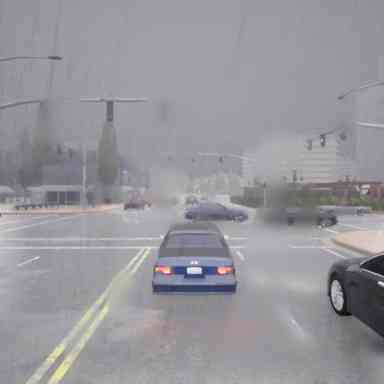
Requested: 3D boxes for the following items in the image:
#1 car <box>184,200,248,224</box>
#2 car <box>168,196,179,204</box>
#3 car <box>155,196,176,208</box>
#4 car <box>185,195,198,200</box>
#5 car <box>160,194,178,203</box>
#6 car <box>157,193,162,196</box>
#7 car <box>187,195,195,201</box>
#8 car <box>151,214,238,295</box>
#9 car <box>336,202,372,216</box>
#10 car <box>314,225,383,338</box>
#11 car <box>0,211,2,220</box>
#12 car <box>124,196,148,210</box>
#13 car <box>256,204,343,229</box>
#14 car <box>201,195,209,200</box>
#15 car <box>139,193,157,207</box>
[{"bbox_3d":[1.730,1.519,24.255,4.674,1.442,1.812,0,0,-1],"label":"car"},{"bbox_3d":[-3.748,1.546,66.670,1.994,1.385,4.181,0,0,0],"label":"car"},{"bbox_3d":[-3.755,1.588,47.532,1.895,1.301,4.718,0,0,0],"label":"car"},{"bbox_3d":[-0.082,1.337,54.592,2.097,1.767,4.553,0,0,0],"label":"car"},{"bbox_3d":[-3.771,1.476,56.803,2.128,1.511,4.902,0,0,0],"label":"car"},{"bbox_3d":[-7.264,1.335,61.797,2.097,1.767,4.553,0,0,0],"label":"car"},{"bbox_3d":[-0.269,1.456,82.018,1.882,1.535,5.008,0,0,0],"label":"car"},{"bbox_3d":[0.054,1.545,8.855,2.033,1.411,5.357,0,0,0],"label":"car"},{"bbox_3d":[14.343,1.592,31.778,4.718,1.301,1.895,0,0,1],"label":"car"},{"bbox_3d":[3.547,1.504,4.610,1.837,1.490,4.892,0,0,0],"label":"car"},{"bbox_3d":[-16.417,1.471,23.886,5.008,1.535,1.882,0,0,-4],"label":"car"},{"bbox_3d":[-7.286,1.589,42.226,1.895,1.301,4.718,0,0,1],"label":"car"},{"bbox_3d":[6.528,1.595,20.826,4.718,1.301,1.895,0,0,-1],"label":"car"},{"bbox_3d":[3.222,1.530,84.534,1.994,1.385,4.181,0,0,0],"label":"car"},{"bbox_3d":[-7.260,1.207,51.870,2.150,2.045,5.566,0,0,0],"label":"car"}]
